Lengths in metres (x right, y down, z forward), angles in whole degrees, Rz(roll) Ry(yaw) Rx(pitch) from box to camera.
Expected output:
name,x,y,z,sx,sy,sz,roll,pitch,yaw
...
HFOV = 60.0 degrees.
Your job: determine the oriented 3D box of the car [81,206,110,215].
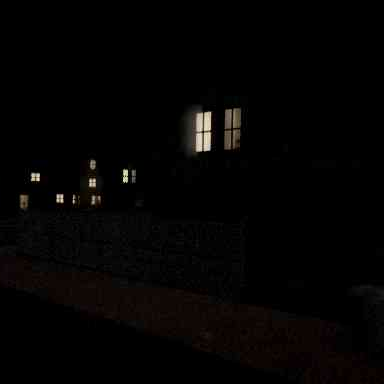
name,x,y,z,sx,sy,sz,roll,pitch,yaw
car,-8.044,1.886,26.744,1.812,1.442,4.674,2,0,36
